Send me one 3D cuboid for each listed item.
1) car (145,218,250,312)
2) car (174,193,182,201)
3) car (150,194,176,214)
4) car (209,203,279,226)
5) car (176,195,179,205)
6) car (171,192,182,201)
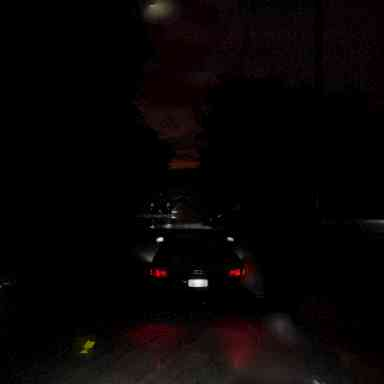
[{"bbox_3d":[0.083,1.557,7.812,1.994,1.385,4.181,0,0,-1],"label":"car"},{"bbox_3d":[-3.201,1.329,55.033,2.128,1.511,4.902,0,0,0],"label":"car"},{"bbox_3d":[-3.149,1.272,34.786,2.097,1.767,4.553,1,0,0],"label":"car"},{"bbox_3d":[3.434,1.458,21.922,4.674,1.442,1.812,-1,1,-15],"label":"car"},{"bbox_3d":[-3.185,1.492,44.716,1.895,1.301,4.718,0,0,0],"label":"car"},{"bbox_3d":[-3.144,0.954,69.318,2.097,1.767,4.553,0,0,0],"label":"car"}]
